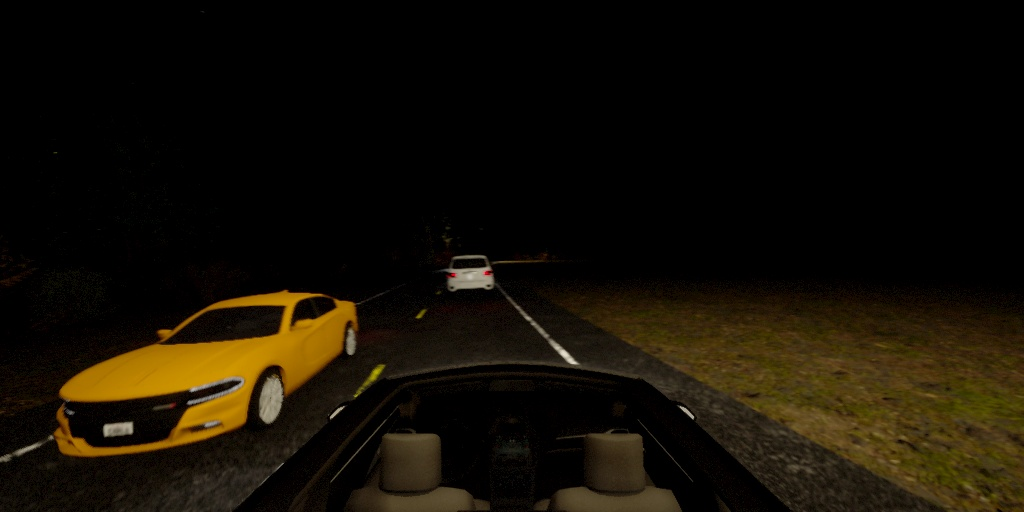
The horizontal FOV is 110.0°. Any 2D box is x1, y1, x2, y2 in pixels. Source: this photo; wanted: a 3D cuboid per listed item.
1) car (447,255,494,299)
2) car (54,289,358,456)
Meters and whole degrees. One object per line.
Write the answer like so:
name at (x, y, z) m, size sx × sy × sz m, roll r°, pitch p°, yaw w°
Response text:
car at (-2.135, 0.970, 18.544) m, size 2.150 × 2.045 × 5.566 m, roll -3°, pitch 0°, yaw -6°
car at (-4.127, 1.399, 5.937) m, size 1.882 × 1.535 × 5.008 m, roll -3°, pitch 0°, yaw -7°
